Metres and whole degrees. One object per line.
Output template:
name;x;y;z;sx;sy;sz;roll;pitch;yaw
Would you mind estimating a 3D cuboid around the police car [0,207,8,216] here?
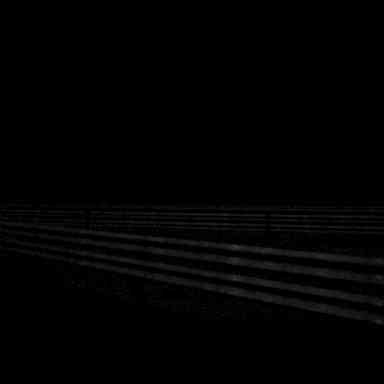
police car;-18.416;1.669;28.790;5.238;1.638;1.930;0;0;21
